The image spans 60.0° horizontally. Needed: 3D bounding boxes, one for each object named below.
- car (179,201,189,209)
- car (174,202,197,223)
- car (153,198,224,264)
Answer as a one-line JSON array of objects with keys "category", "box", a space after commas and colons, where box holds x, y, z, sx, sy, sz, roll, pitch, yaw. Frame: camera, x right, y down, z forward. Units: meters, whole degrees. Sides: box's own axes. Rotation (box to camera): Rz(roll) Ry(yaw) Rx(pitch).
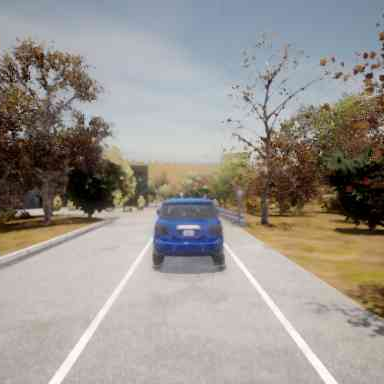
[{"category": "car", "box": [-1.753, 2.904, 74.678, 2.097, 1.767, 4.553, 0, -2, -1]}, {"category": "car", "box": [-0.537, 1.668, 28.214, 1.837, 1.490, 4.892, 0, -1, -1]}, {"category": "car", "box": [-0.135, 1.219, 11.915, 2.150, 2.045, 5.566, 0, 0, -1]}]
